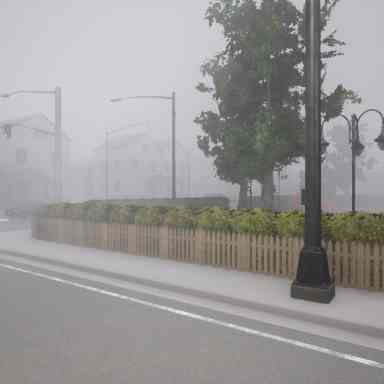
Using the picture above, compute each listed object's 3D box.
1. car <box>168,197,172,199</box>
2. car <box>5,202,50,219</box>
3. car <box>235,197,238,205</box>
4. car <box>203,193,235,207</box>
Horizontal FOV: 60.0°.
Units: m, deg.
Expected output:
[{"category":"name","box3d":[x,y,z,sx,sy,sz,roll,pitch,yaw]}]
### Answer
[{"category":"car","box3d":[-3.272,1.478,44.660,1.882,1.535,5.008,0,0,35]},{"category":"car","box3d":[-14.016,1.564,29.263,1.994,1.385,4.181,0,0,35]},{"category":"car","box3d":[6.185,1.415,58.064,2.097,1.767,4.553,0,0,35]},{"category":"car","box3d":[3.548,1.221,48.156,2.150,2.045,5.566,0,0,35]}]
